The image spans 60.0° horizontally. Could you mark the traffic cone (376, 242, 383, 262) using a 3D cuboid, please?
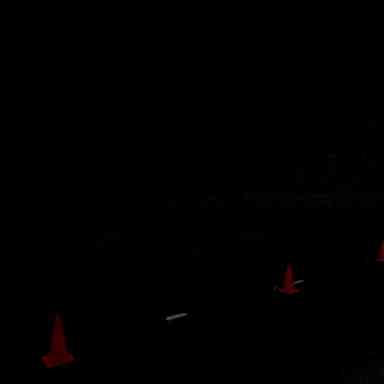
[{"bbox_3d":[6.018,1.869,10.453,0.340,0.580,0.340,-1,0,-39],"label":"traffic cone"}]

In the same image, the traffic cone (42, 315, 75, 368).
[{"bbox_3d":[-1.780,1.939,4.435,0.340,0.580,0.340,0,0,-36],"label":"traffic cone"}]

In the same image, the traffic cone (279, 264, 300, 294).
[{"bbox_3d":[2.160,1.904,7.391,0.340,0.580,0.340,-1,0,-38],"label":"traffic cone"}]
